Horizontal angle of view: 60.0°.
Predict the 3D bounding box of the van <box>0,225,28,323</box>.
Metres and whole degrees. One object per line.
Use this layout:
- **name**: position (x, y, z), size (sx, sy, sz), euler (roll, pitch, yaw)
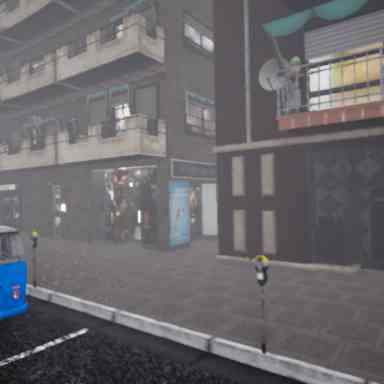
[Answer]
- **van**: position (-4.684, 1.421, 6.075), size (3.998, 1.788, 1.690), euler (-1, -1, 35)
